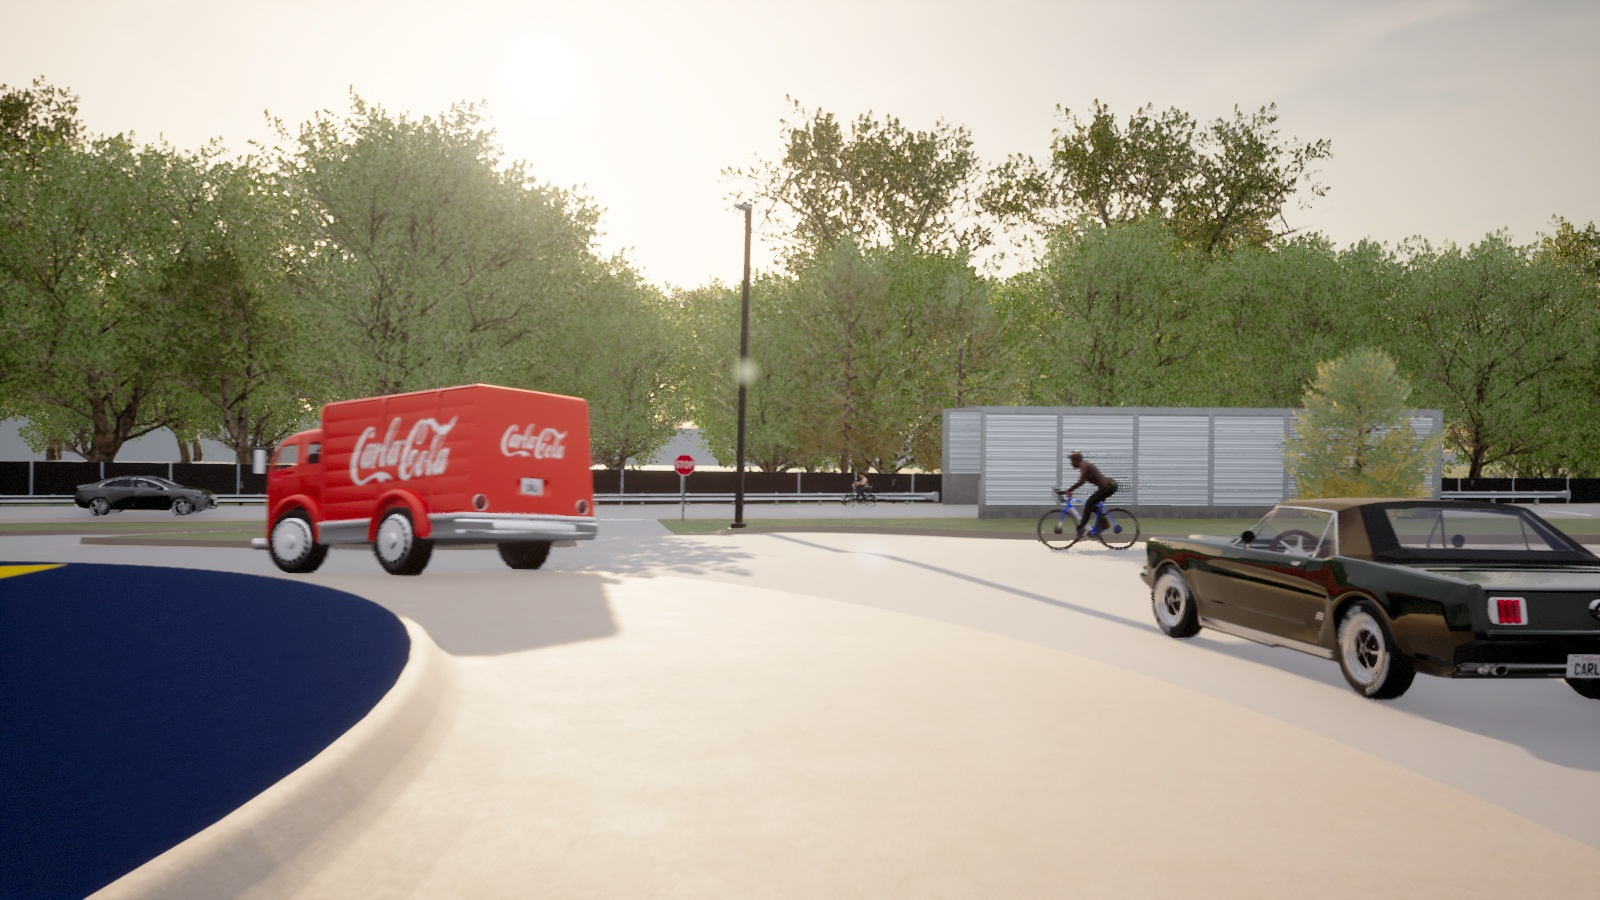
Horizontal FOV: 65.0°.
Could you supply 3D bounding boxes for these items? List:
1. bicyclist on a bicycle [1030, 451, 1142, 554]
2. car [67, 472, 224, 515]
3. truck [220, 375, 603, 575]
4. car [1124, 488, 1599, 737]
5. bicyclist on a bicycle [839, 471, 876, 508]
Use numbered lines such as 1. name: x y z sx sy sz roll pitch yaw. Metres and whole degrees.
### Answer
1. bicyclist on a bicycle: 4.656 0.854 20.461 1.656 1.620 0.582 -2 0 21
2. car: -24.807 1.644 47.769 4.902 1.511 2.128 0 1 -10
3. truck: -5.688 0.543 18.240 5.204 2.467 2.627 -5 -7 35
4. car: 4.333 1.014 9.555 1.895 1.301 4.718 2 -1 -9
5. bicyclist on a bicycle: 2.567 1.769 55.945 1.509 1.612 0.866 0 1 -8
